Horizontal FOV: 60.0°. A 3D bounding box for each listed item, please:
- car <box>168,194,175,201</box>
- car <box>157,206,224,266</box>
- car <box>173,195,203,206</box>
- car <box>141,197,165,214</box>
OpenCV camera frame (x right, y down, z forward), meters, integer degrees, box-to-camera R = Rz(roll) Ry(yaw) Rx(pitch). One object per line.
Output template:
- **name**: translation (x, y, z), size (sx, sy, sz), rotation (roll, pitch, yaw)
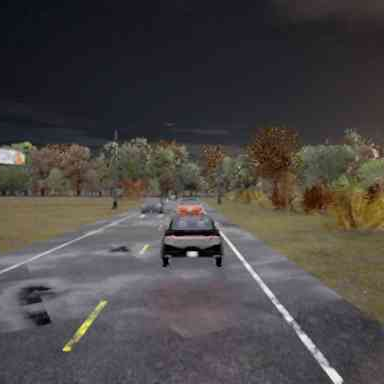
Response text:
- **car**: translation (-4.255, 1.295, 74.251), size (2.128, 1.511, 4.902), rotation (0, 0, -1)
- **car**: translation (-0.007, 1.474, 11.490), size (2.128, 1.511, 4.902), rotation (0, 0, 0)
- **car**: translation (-0.163, 1.308, 26.847), size (2.097, 1.767, 4.553), rotation (0, 0, -1)
- **car**: translation (-3.924, 1.298, 33.843), size (2.097, 1.767, 4.553), rotation (0, 0, -1)
